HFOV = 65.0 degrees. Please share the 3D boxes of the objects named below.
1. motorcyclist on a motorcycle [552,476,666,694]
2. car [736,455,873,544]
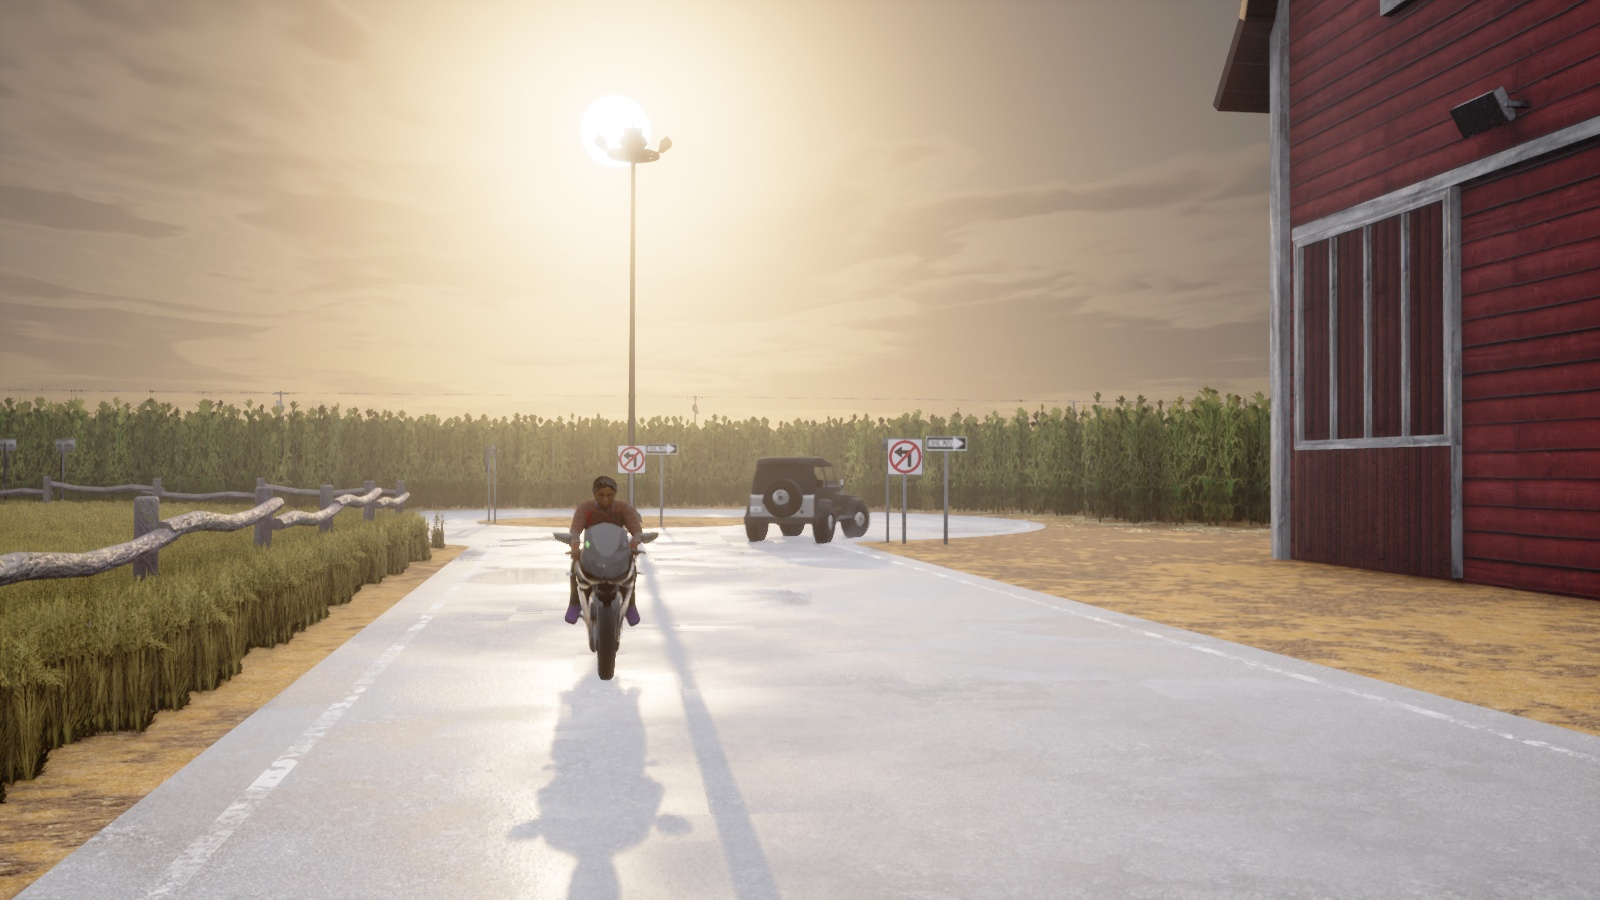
[{"bbox_3d":[-1.537,0.970,9.920,0.797,1.523,2.044,0,-1,-10],"label":"motorcyclist on a motorcycle"},{"bbox_3d":[0.176,1.091,28.621,1.905,1.878,3.866,-1,-1,20],"label":"car"}]
